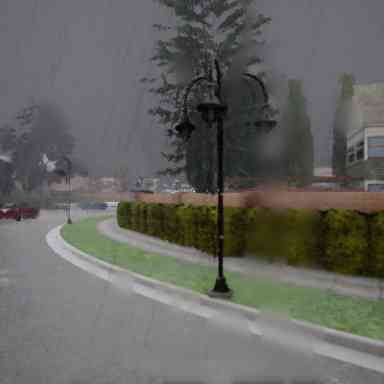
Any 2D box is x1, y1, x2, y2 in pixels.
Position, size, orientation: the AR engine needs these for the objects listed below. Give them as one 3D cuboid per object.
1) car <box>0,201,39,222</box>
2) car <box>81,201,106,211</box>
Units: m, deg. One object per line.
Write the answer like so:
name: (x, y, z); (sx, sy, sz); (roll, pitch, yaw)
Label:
car: (-14.905, 1.568, 28.525); (2.097, 1.767, 4.553); (0, -1, -3)
car: (-14.865, 2.076, 50.575); (1.882, 1.535, 5.008); (0, -1, 14)
